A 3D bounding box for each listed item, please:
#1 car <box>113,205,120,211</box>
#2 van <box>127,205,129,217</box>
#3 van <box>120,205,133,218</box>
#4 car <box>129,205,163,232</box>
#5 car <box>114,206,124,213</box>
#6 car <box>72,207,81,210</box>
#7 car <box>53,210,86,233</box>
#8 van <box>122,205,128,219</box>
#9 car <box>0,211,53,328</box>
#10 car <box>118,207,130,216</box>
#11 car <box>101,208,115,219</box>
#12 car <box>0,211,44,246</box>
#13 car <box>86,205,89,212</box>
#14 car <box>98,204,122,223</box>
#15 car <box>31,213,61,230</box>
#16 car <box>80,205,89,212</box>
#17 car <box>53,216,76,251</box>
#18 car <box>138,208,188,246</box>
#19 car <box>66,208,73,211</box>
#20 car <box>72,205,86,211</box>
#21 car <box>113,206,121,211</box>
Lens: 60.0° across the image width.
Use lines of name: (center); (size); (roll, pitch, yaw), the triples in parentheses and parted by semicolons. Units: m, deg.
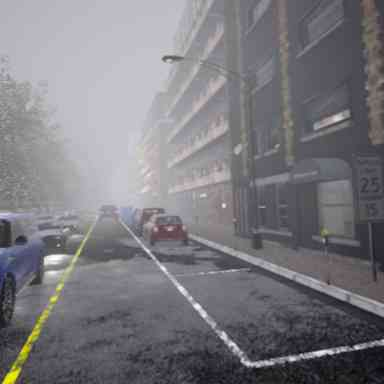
car: (-21.056, 4.393, 92.588); (1.967, 1.590, 4.097); (-1, -2, -15)
van: (-4.319, 2.142, 28.493); (1.690, 1.788, 3.998); (-1, -2, -15)
van: (-9.899, 2.859, 49.860); (1.690, 1.788, 3.998); (-1, -2, -15)
car: (-2.925, 1.936, 23.153); (2.192, 1.841, 5.009); (-1, -2, -15)
car: (-16.869, 3.981, 76.559); (1.947, 1.339, 4.313); (-1, -2, -15)
car: (-19.393, 3.486, 53.071); (2.008, 1.369, 4.403); (-1, -2, -15)
car: (-9.784, 2.495, 26.494); (2.033, 1.411, 5.357); (-2, -1, -15)
van: (-8.504, 2.680, 44.519); (1.690, 1.788, 3.998); (-1, -2, -15)
car: (-4.858, 1.534, 7.573); (2.150, 2.045, 5.566); (-2, -2, -15)
car: (-11.333, 3.228, 55.359); (1.752, 1.417, 4.829); (-1, -2, -15)
car: (-12.620, 3.144, 49.971); (1.812, 1.442, 4.674); (-2, -1, -15)
car: (-11.027, 2.174, 21.029); (2.192, 1.841, 5.009); (-1, -2, -15)
car: (-26.367, 4.398, 79.778); (1.947, 1.339, 4.313); (-1, -2, -15)
car: (-9.920, 2.492, 39.615); (2.150, 2.045, 5.566); (-2, -1, -15)
car: (-13.813, 2.784, 31.706); (1.947, 1.339, 4.313); (-1, -2, -15)
car: (-29.161, 4.506, 90.468); (2.192, 1.841, 5.009); (-1, -2, -15)
car: (-7.263, 2.187, 16.824); (1.994, 1.385, 4.181); (-2, -1, -15)
car: (-1.527, 1.882, 17.808); (1.967, 1.590, 4.097); (-1, -2, -15)
car: (-16.561, 3.096, 42.225); (1.752, 1.417, 4.829); (-1, -2, -15)
car: (-22.186, 3.609, 63.761); (2.192, 1.841, 5.009); (-1, -2, -15)
car: (-19.659, 4.340, 87.243); (1.947, 1.339, 4.313); (-1, -2, -15)
